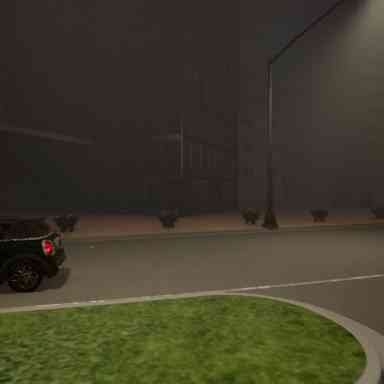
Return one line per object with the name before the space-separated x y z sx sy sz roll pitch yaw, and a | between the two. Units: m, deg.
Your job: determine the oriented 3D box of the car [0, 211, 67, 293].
car | -5.483 1.352 7.967 4.553 1.767 2.097 0 0 -13
